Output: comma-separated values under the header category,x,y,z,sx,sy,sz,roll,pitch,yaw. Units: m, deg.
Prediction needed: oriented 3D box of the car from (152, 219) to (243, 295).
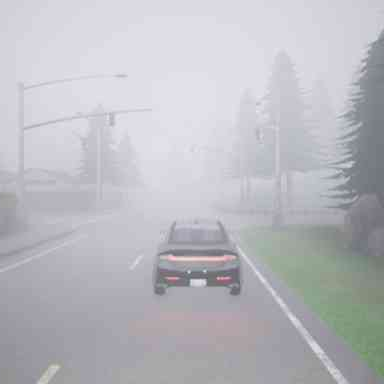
category,x,y,z,sx,sy,sz,roll,pitch,yaw
car,0.118,1.434,8.514,2.128,1.511,4.902,0,0,0
